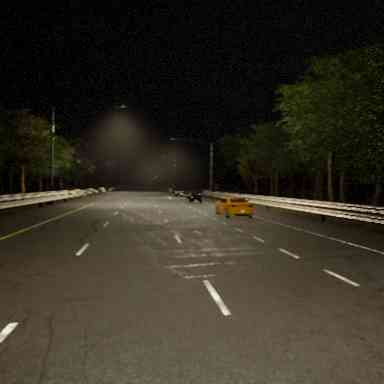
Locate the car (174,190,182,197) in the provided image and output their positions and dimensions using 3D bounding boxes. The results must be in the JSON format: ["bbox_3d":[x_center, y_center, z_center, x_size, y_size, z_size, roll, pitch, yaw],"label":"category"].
[{"bbox_3d":[-2.622,0.334,67.420,1.895,1.301,4.718,1,1,-2],"label":"car"}]

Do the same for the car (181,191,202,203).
[{"bbox_3d":[0.137,0.745,44.956,1.837,1.490,4.892,1,1,-8],"label":"car"}]

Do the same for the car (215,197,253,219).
[{"bbox_3d":[3.089,1.108,25.090,1.882,1.535,5.008,1,1,-8],"label":"car"}]
